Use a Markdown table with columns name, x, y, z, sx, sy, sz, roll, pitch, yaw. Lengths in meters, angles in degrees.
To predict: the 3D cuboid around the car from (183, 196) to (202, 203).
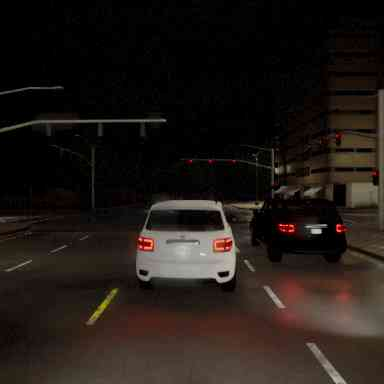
| name | x | y | z | sx | sy | sz | roll | pitch | yaw |
| --- | --- | --- | --- | --- | --- | --- | --- | --- | --- |
| car | 0.189 | 1.547 | 69.335 | 2.033 | 1.411 | 5.357 | 0 | 0 | 23 |

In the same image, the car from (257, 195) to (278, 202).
| name | x | y | z | sx | sy | sz | roll | pitch | yaw |
| --- | --- | --- | --- | --- | --- | --- | --- | --- | --- |
| car | 18.243 | 1.540 | 80.268 | 5.357 | 1.411 | 2.033 | 0 | 0 | -33 |

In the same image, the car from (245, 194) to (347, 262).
| name | x | y | z | sx | sy | sz | roll | pitch | yaw |
| --- | --- | --- | --- | --- | --- | --- | --- | --- | --- |
| car | 3.584 | 1.221 | 12.222 | 2.150 | 2.045 | 5.566 | 0 | 0 | 0 |

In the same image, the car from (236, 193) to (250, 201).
| name | x | y | z | sx | sy | sz | roll | pitch | yaw |
| --- | --- | --- | --- | --- | --- | --- | --- | --- | --- |
| car | 13.115 | 1.225 | 80.779 | 5.566 | 2.045 | 2.150 | 0 | 0 | -41 |

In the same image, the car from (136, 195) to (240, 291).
| name | x | y | z | sx | sy | sz | roll | pitch | yaw |
| --- | --- | --- | --- | --- | --- | --- | --- | --- | --- |
| car | 0.021 | 1.221 | 9.198 | 2.150 | 2.045 | 5.566 | 0 | 0 | 4 |

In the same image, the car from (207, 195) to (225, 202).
| name | x | y | z | sx | sy | sz | roll | pitch | yaw |
| --- | --- | --- | --- | --- | --- | --- | --- | --- | --- |
| car | 5.619 | 1.500 | 78.085 | 1.837 | 1.490 | 4.892 | 0 | 0 | 38 |

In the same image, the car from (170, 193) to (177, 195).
| name | x | y | z | sx | sy | sz | roll | pitch | yaw |
| --- | --- | --- | --- | --- | --- | --- | --- | --- | --- |
| car | -3.523 | 1.351 | 43.256 | 2.097 | 1.767 | 4.553 | 0 | 0 | 1 |

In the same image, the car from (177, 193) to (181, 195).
| name | x | y | z | sx | sy | sz | roll | pitch | yaw |
| --- | --- | --- | --- | --- | --- | --- | --- | --- | --- |
| car | -2.909 | 1.220 | 57.403 | 2.150 | 2.045 | 5.566 | 0 | 0 | 6 |

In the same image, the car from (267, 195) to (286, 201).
| name | x | y | z | sx | sy | sz | roll | pitch | yaw |
| --- | --- | --- | --- | --- | --- | --- | --- | --- | --- |
| car | 21.885 | 1.524 | 86.292 | 4.674 | 1.442 | 1.812 | 0 | 0 | -22 |
